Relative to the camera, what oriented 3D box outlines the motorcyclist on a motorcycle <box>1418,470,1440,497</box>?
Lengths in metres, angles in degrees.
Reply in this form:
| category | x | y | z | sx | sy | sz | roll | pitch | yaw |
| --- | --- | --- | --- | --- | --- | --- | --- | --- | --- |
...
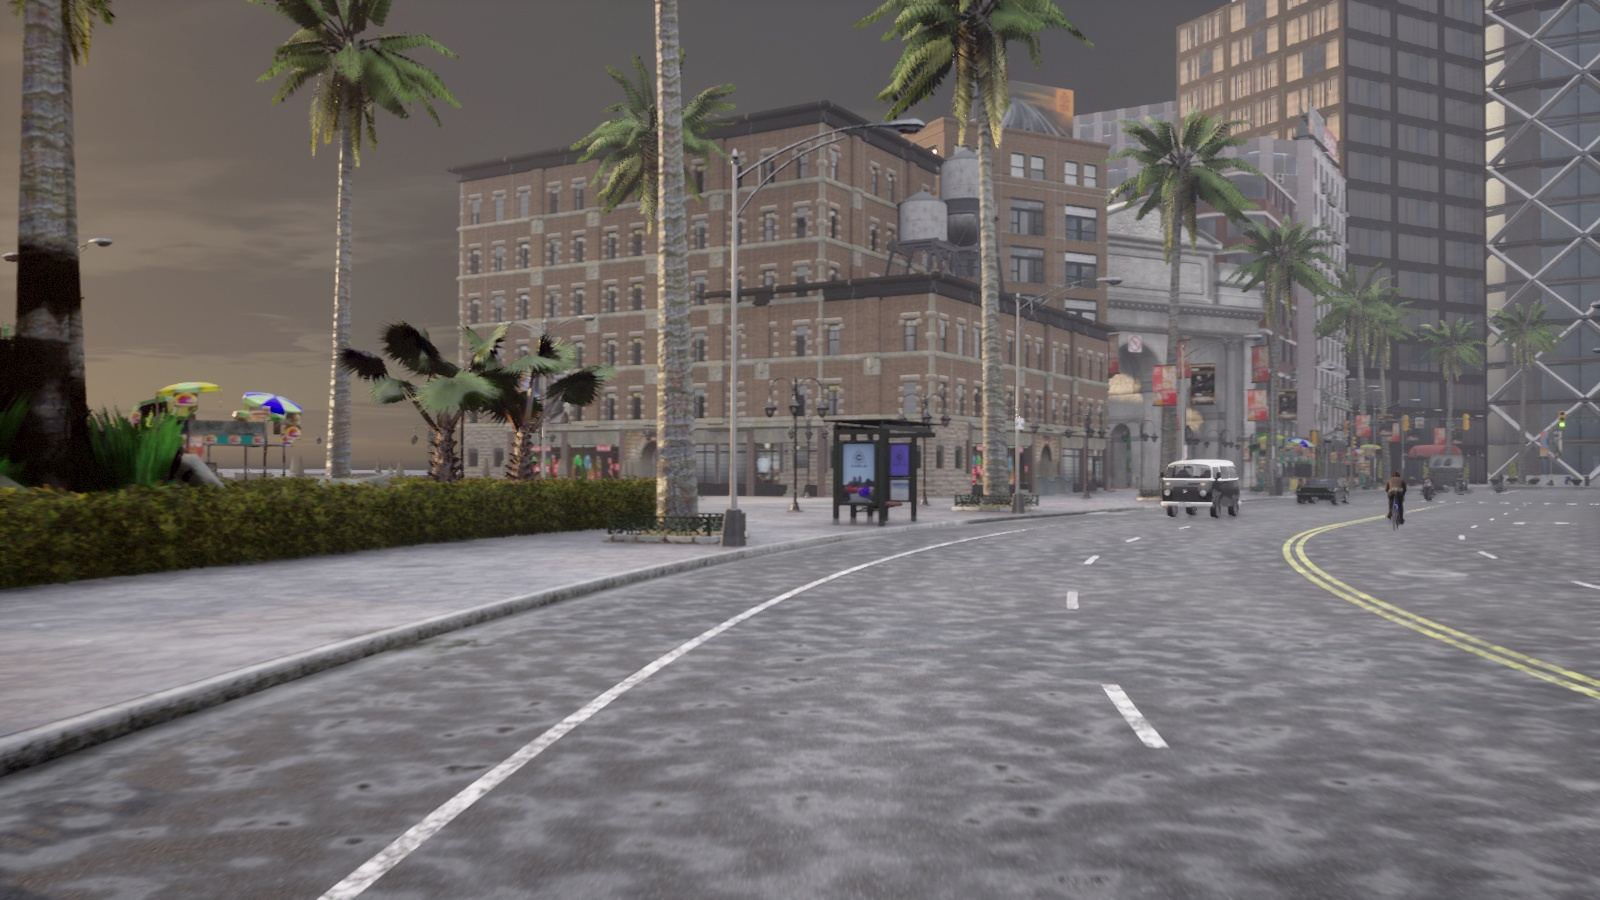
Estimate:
| category | x | y | z | sx | sy | sz | roll | pitch | yaw |
| --- | --- | --- | --- | --- | --- | --- | --- | --- | --- |
| motorcyclist on a motorcycle | 36.316 | 1.925 | 72.474 | 0.866 | 1.530 | 2.191 | -1 | -1 | 33 |

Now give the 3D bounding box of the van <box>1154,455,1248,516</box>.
| category | x | y | z | sx | sy | sz | roll | pitch | yaw |
| --- | --- | --- | --- | --- | --- | --- | --- | --- | --- |
| van | 14.245 | 1.229 | 44.493 | 2.069 | 2.038 | 4.480 | -1 | -1 | 33 |

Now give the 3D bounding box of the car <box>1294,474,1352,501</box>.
| category | x | y | z | sx | sy | sz | roll | pitch | yaw |
| --- | --- | --- | --- | --- | --- | --- | --- | --- | --- |
| car | 26.607 | 1.882 | 63.797 | 1.895 | 1.301 | 4.718 | -1 | -1 | 33 |
